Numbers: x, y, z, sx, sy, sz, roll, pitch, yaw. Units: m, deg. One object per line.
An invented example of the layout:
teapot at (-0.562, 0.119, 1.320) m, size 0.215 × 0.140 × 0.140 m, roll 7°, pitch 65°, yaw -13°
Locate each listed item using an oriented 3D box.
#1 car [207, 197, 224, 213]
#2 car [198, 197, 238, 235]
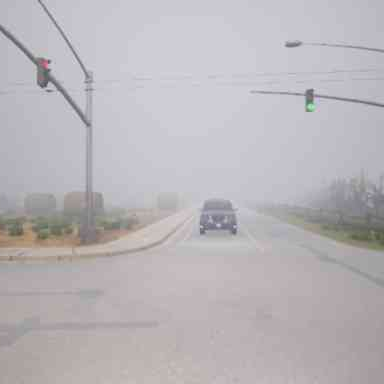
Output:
car at (3.234, 1.747, 46.075) m, size 2.150 × 2.045 × 5.566 m, roll 0°, pitch -1°, yaw 4°
car at (1.608, 1.476, 20.819) m, size 2.150 × 2.045 × 5.566 m, roll 0°, pitch -1°, yaw 4°
